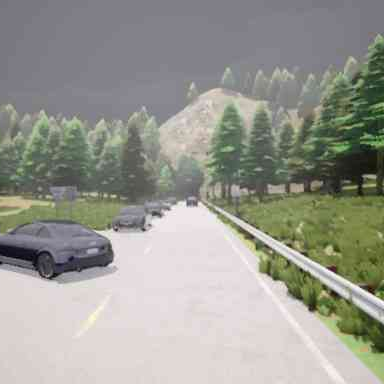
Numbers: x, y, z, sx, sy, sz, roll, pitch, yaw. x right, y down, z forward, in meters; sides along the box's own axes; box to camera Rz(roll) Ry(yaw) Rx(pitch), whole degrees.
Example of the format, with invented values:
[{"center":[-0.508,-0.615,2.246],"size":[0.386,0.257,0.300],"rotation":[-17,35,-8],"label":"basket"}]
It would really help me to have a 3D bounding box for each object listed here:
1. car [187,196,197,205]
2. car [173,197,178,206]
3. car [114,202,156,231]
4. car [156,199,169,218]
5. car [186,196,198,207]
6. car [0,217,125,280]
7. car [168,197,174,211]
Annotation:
[{"center":[-0.005,1.589,63.857],"size":[1.882,1.535,5.008],"rotation":[0,0,0],"label":"car"},{"center":[-3.507,1.622,58.044],"size":[1.837,1.490,4.892],"rotation":[0,0,0],"label":"car"},{"center":[-3.600,1.541,20.812],"size":[1.837,1.490,4.892],"rotation":[0,0,0],"label":"car"},{"center":[-3.599,1.602,31.283],"size":[2.033,1.411,5.357],"rotation":[0,0,0],"label":"car"},{"center":[-0.005,1.571,53.479],"size":[1.882,1.535,5.008],"rotation":[0,0,0],"label":"car"},{"center":[-4.309,1.504,9.833],"size":[4.181,1.385,1.994],"rotation":[0,-1,33],"label":"car"},{"center":[-3.597,1.674,41.493],"size":[1.895,1.301,4.718],"rotation":[0,0,0],"label":"car"}]
